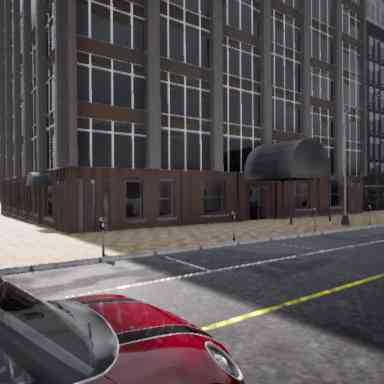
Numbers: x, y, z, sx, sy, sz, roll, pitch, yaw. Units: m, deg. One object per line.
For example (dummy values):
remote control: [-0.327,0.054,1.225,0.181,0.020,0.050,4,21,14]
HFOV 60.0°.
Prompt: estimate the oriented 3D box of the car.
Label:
car: [-1.729,1.347,2.201,4.553,1.767,2.097,0,0,-35]
